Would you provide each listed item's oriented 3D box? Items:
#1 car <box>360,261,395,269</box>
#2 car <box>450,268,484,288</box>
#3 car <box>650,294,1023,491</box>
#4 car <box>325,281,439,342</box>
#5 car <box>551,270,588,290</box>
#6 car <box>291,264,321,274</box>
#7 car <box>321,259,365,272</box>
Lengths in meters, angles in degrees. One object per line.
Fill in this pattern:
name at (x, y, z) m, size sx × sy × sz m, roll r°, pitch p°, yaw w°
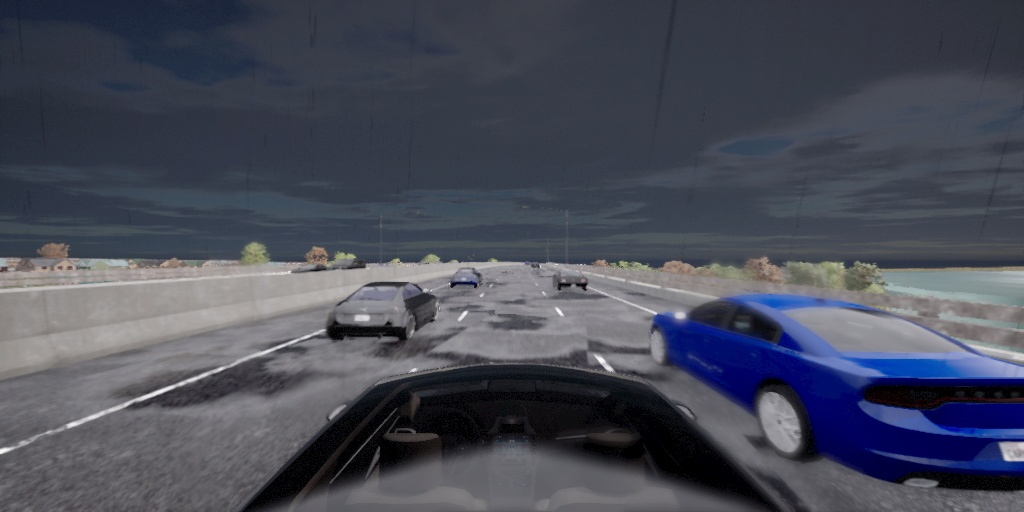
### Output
car at (-13.693, 1.578, 37.964) m, size 2.128 × 1.511 × 4.902 m, roll 0°, pitch -1°, yaw 1°
car at (-3.219, 1.536, 26.147) m, size 1.994 × 1.385 × 4.181 m, roll 0°, pitch -1°, yaw 1°
car at (3.610, 1.261, 5.028) m, size 1.882 × 1.535 × 5.008 m, roll 0°, pitch -1°, yaw 0°
car at (-3.372, 1.388, 10.095) m, size 1.994 × 1.385 × 4.181 m, roll 0°, pitch -1°, yaw 0°
car at (3.750, 1.559, 24.025) m, size 1.895 × 1.301 × 4.718 m, roll 0°, pitch -1°, yaw 1°
car at (-20.709, 1.547, 37.177) m, size 1.882 × 1.535 × 5.008 m, roll 0°, pitch -1°, yaw 1°
car at (-17.197, 1.303, 37.705) m, size 2.150 × 2.045 × 5.566 m, roll 0°, pitch -1°, yaw 1°
